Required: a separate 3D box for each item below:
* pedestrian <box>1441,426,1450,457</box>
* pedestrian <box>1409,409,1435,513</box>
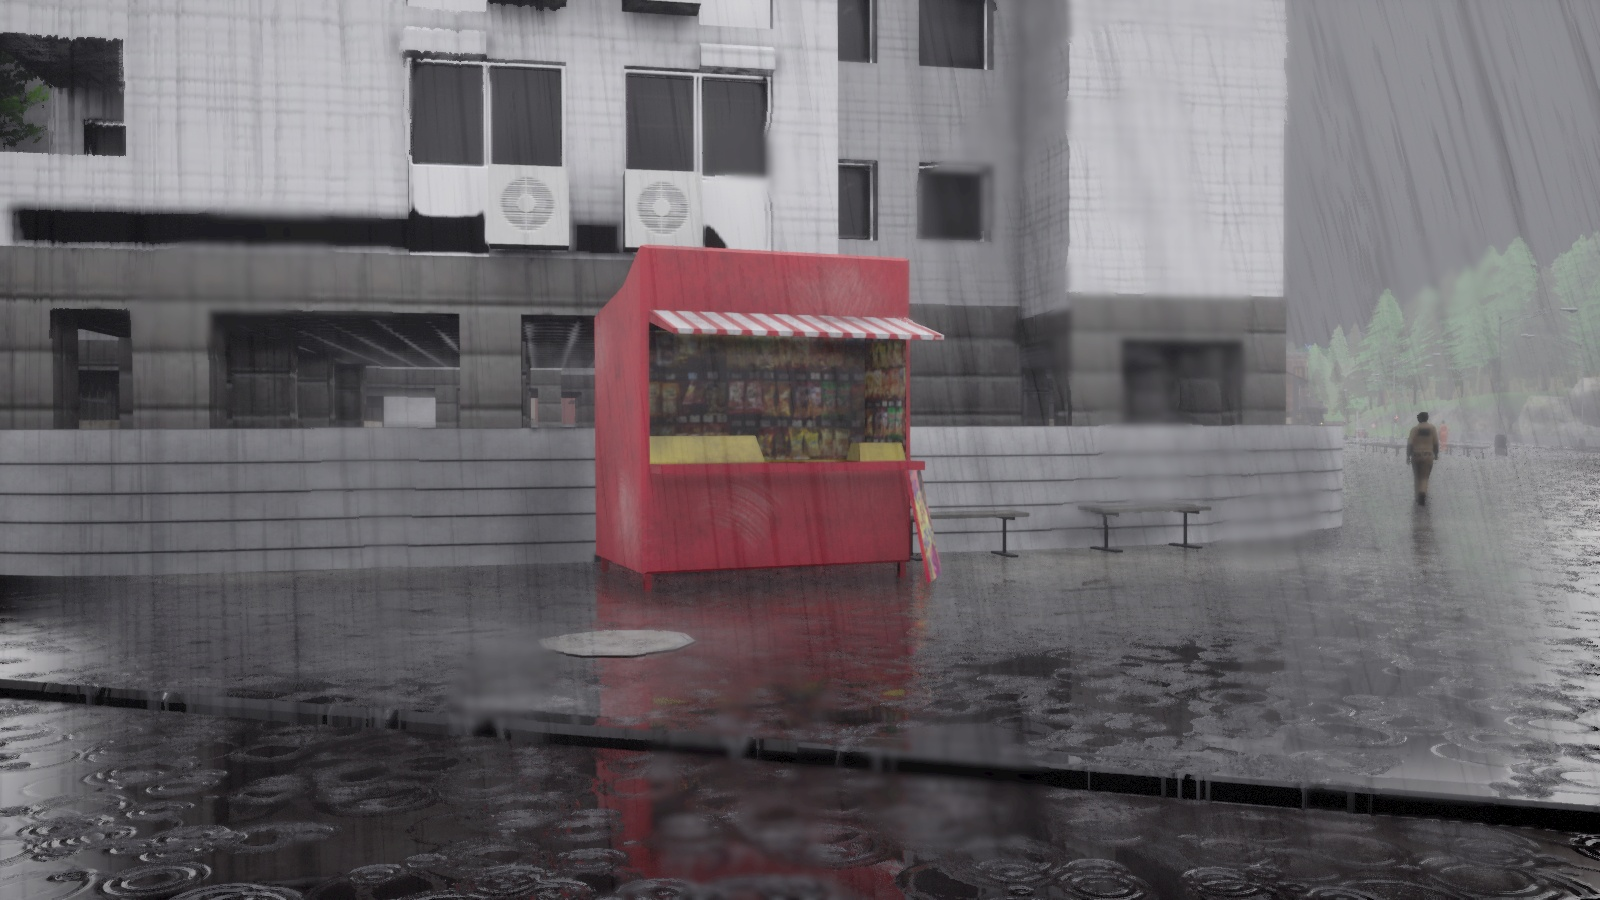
[{"bbox_3d":[38.577,-0.520,75.051,0.345,1.836,0.594,1,1,19],"label":"pedestrian"},{"bbox_3d":[11.703,0.202,23.625,0.396,1.930,0.692,1,1,27],"label":"pedestrian"}]
